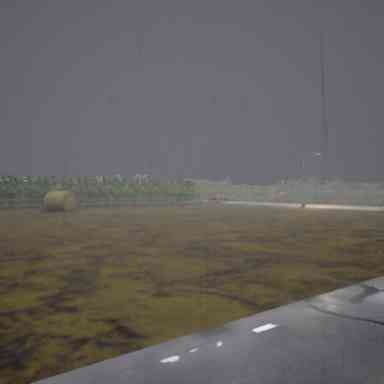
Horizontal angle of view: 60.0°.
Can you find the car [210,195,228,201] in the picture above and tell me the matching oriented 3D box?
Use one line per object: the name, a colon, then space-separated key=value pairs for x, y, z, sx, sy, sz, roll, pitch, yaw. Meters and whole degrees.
car: x=5.381 y=1.363 z=67.109 sx=1.994 sy=1.385 sz=4.181 roll=-1 pitch=1 yaw=-35
